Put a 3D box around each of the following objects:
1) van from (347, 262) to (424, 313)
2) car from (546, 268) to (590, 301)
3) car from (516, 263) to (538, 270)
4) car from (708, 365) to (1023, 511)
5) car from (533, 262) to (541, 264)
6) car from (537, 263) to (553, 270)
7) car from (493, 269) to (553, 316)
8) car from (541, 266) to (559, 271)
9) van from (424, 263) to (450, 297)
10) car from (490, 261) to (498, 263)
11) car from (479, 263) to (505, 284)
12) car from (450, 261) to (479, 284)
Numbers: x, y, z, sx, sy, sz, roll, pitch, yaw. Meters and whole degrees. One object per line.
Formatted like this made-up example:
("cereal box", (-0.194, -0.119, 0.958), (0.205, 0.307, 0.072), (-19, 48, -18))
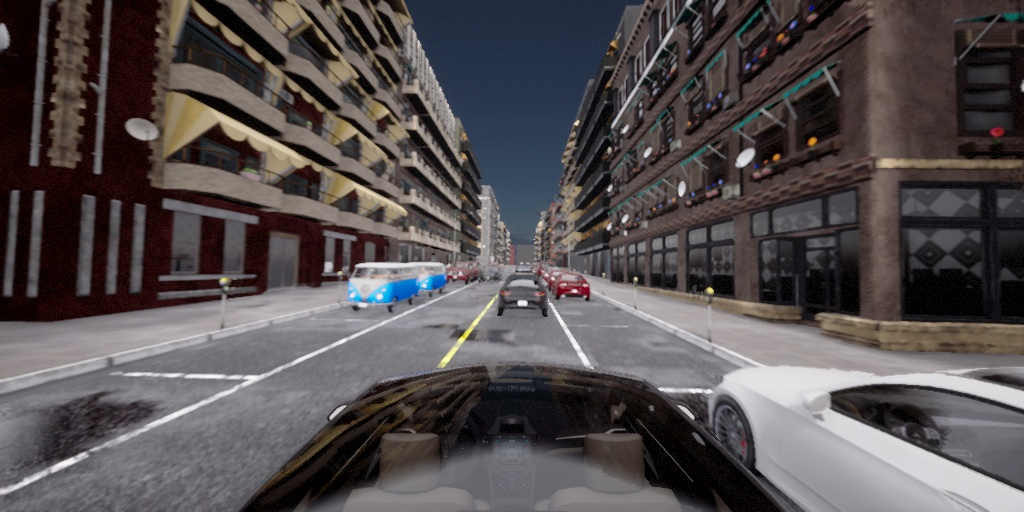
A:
("van", (-4.996, 1.164, 14.236), (1.690, 1.789, 3.998), (0, 0, 2))
("car", (3.066, 1.583, 19.433), (1.888, 1.381, 4.507), (0, 0, 2))
("car", (1.012, 1.659, 31.284), (2.128, 1.511, 4.902), (1, -1, 2))
("car", (2.938, 1.330, 1.868), (1.812, 1.442, 4.674), (1, -1, 2))
("car", (3.781, 1.681, 41.542), (2.192, 1.841, 5.009), (0, 0, 2))
("car", (3.448, 1.640, 30.487), (1.967, 1.591, 4.097), (0, 0, 2))
("car", (0.434, 1.446, 14.296), (1.812, 1.442, 4.674), (1, -1, 2))
("car", (3.253, 1.664, 24.959), (1.888, 1.381, 4.507), (0, 0, 2))
("van", (-4.809, 1.243, 19.764), (1.690, 1.789, 3.998), (0, 0, 2))
("car", (-3.310, 1.901, 63.974), (2.192, 1.841, 5.009), (0, 0, 2))
("car", (-1.886, 1.633, 31.976), (1.837, 1.490, 4.892), (1, -1, 2))
("car", (-4.434, 1.379, 30.816), (2.192, 1.841, 5.009), (0, 0, 2))
